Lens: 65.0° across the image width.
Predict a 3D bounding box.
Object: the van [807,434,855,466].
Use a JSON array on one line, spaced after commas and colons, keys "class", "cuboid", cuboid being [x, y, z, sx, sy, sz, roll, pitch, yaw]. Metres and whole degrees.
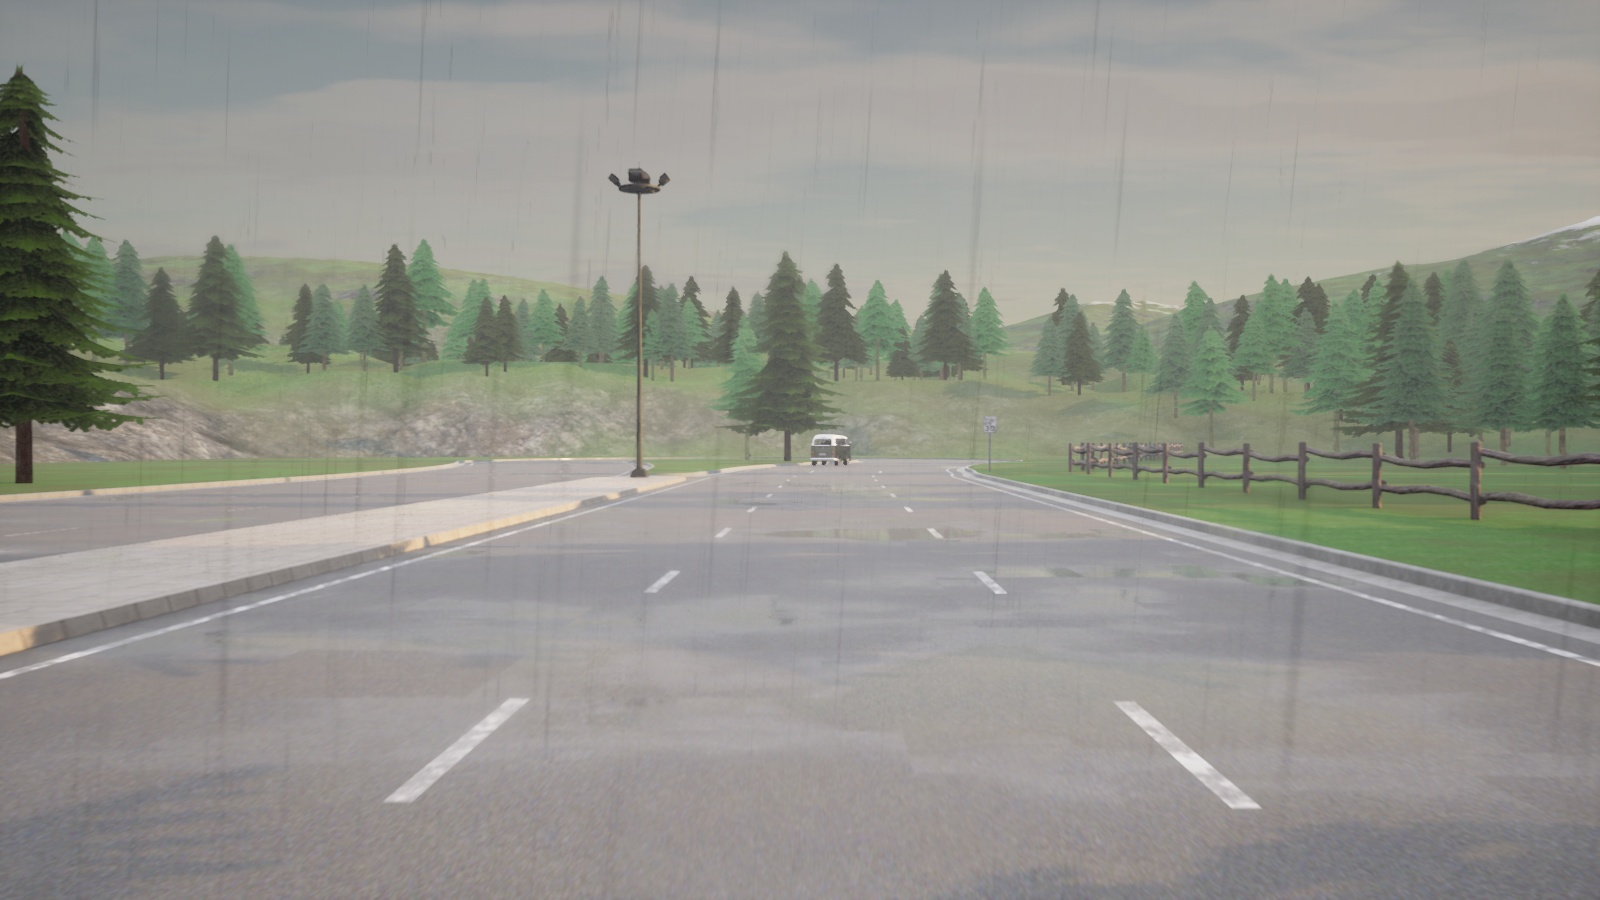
[{"class": "van", "cuboid": [2.050, 0.009, 82.080, 2.069, 2.038, 4.480, 0, 0, 16]}]
